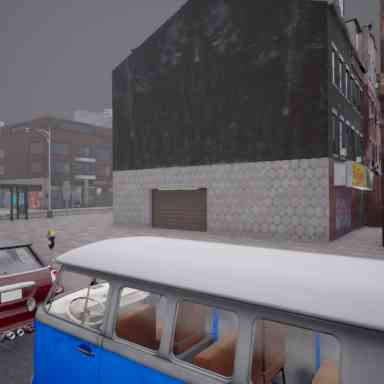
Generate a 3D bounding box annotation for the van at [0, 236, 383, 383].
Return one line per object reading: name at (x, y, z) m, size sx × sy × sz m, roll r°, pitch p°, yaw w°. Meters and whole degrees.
van at (0.402, 1.341, 2.527) m, size 3.998 × 1.788 × 1.690 m, roll 0°, pitch 0°, yaw 35°

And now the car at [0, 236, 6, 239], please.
car at (-4.043, 1.442, 5.659) m, size 4.097 × 1.590 × 1.967 m, roll 0°, pitch 0°, yaw 35°
